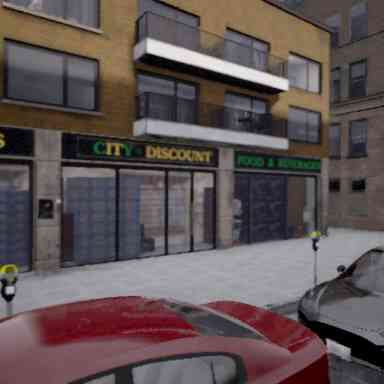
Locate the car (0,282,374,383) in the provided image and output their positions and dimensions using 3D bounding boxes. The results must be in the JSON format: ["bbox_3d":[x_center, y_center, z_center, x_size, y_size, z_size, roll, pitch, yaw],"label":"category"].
[{"bbox_3d":[-0.945,1.531,2.147,4.507,1.381,1.887,0,0,-35],"label":"car"}]

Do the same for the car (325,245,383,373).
[{"bbox_3d":[3.567,1.565,5.324,4.313,1.339,1.947,0,0,-35],"label":"car"}]
